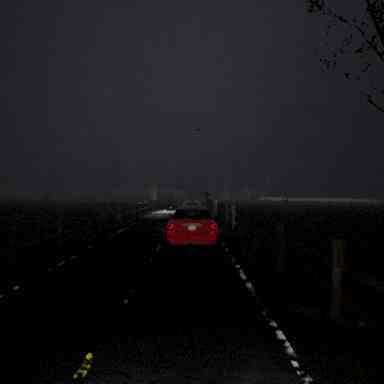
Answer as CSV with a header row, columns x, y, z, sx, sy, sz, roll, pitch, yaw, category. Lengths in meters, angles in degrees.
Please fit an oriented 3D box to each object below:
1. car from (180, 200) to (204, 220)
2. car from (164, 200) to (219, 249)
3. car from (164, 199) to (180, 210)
x,y,z,sx,sy,sz,roll,pitch,yaw,category
0.000,1.509,29.651,1.882,1.535,5.008,0,0,0,car
0.000,1.372,14.621,2.097,1.767,4.553,0,0,0,car
-2.751,1.705,45.622,1.895,1.301,4.718,0,0,0,car
